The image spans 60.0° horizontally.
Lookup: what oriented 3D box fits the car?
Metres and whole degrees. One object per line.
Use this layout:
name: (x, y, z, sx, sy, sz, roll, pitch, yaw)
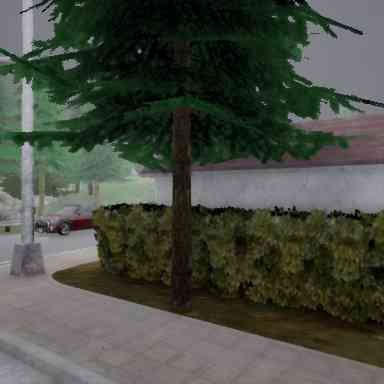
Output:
car: (-7.086, 1.544, 20.219, 2.097, 1.767, 4.553, 0, 0, 35)
